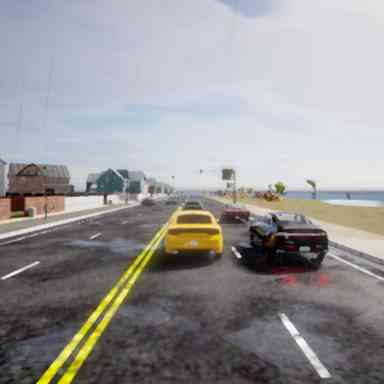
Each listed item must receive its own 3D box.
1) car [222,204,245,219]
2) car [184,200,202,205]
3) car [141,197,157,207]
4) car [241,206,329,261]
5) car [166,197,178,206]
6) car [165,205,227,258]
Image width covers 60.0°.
[{"bbox_3d":[3.316,1.551,26.281,1.895,1.301,4.718,0,0,0],"label":"car"},{"bbox_3d":[0.076,1.454,27.845,1.837,1.490,4.892,0,1,0],"label":"car"},{"bbox_3d":[-6.557,1.486,50.782,1.994,1.385,4.181,0,0,0],"label":"car"},{"bbox_3d":[3.319,1.464,12.198,2.128,1.511,4.902,0,0,0],"label":"car"},{"bbox_3d":[-3.274,1.465,54.893,2.033,1.411,5.357,0,0,1],"label":"car"},{"bbox_3d":[0.070,1.451,12.703,1.882,1.535,5.008,0,0,0],"label":"car"}]
